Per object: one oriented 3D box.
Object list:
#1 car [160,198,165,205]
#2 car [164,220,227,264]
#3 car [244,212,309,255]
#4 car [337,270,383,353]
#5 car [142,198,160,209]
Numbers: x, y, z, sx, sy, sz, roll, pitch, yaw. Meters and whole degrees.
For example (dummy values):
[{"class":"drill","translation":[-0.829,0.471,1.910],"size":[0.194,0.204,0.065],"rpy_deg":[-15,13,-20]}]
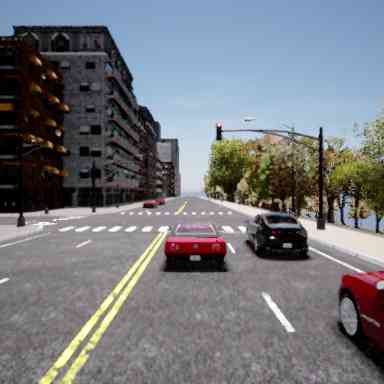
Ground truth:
[{"class":"car","translation":[-6.504,1.862,67.282],"size":[1.882,1.535,5.008],"rpy_deg":[0,0,0]},{"class":"car","translation":[0.101,1.666,12.021],"size":[1.895,1.301,4.718],"rpy_deg":[0,0,0]},{"class":"car","translation":[3.314,1.579,13.638],"size":[1.837,1.490,4.892],"rpy_deg":[0,0,2]},{"class":"car","translation":[3.348,1.498,3.563],"size":[1.882,1.535,5.008],"rpy_deg":[0,0,0]},{"class":"car","translation":[-6.570,1.891,51.924],"size":[1.895,1.301,4.718],"rpy_deg":[0,0,0]}]
